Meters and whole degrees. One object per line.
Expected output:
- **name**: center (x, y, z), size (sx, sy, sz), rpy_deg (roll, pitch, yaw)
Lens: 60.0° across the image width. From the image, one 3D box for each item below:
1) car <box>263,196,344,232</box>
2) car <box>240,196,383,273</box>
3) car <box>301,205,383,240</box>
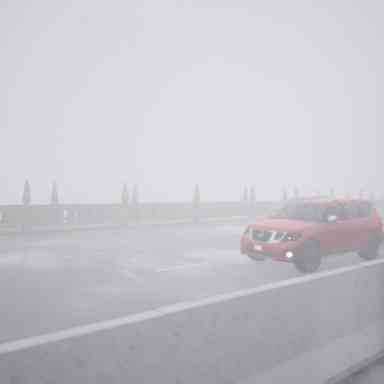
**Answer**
- **car**: center (7.391, 1.296, 21.804), size (5.566, 2.045, 2.150), rpy_deg (0, 0, -34)
- **car**: center (4.180, 1.261, 11.140), size (5.566, 2.045, 2.150), rpy_deg (0, 0, -34)
- **car**: center (8.436, 1.563, 18.280), size (4.902, 1.511, 2.128), rpy_deg (0, 0, -34)
